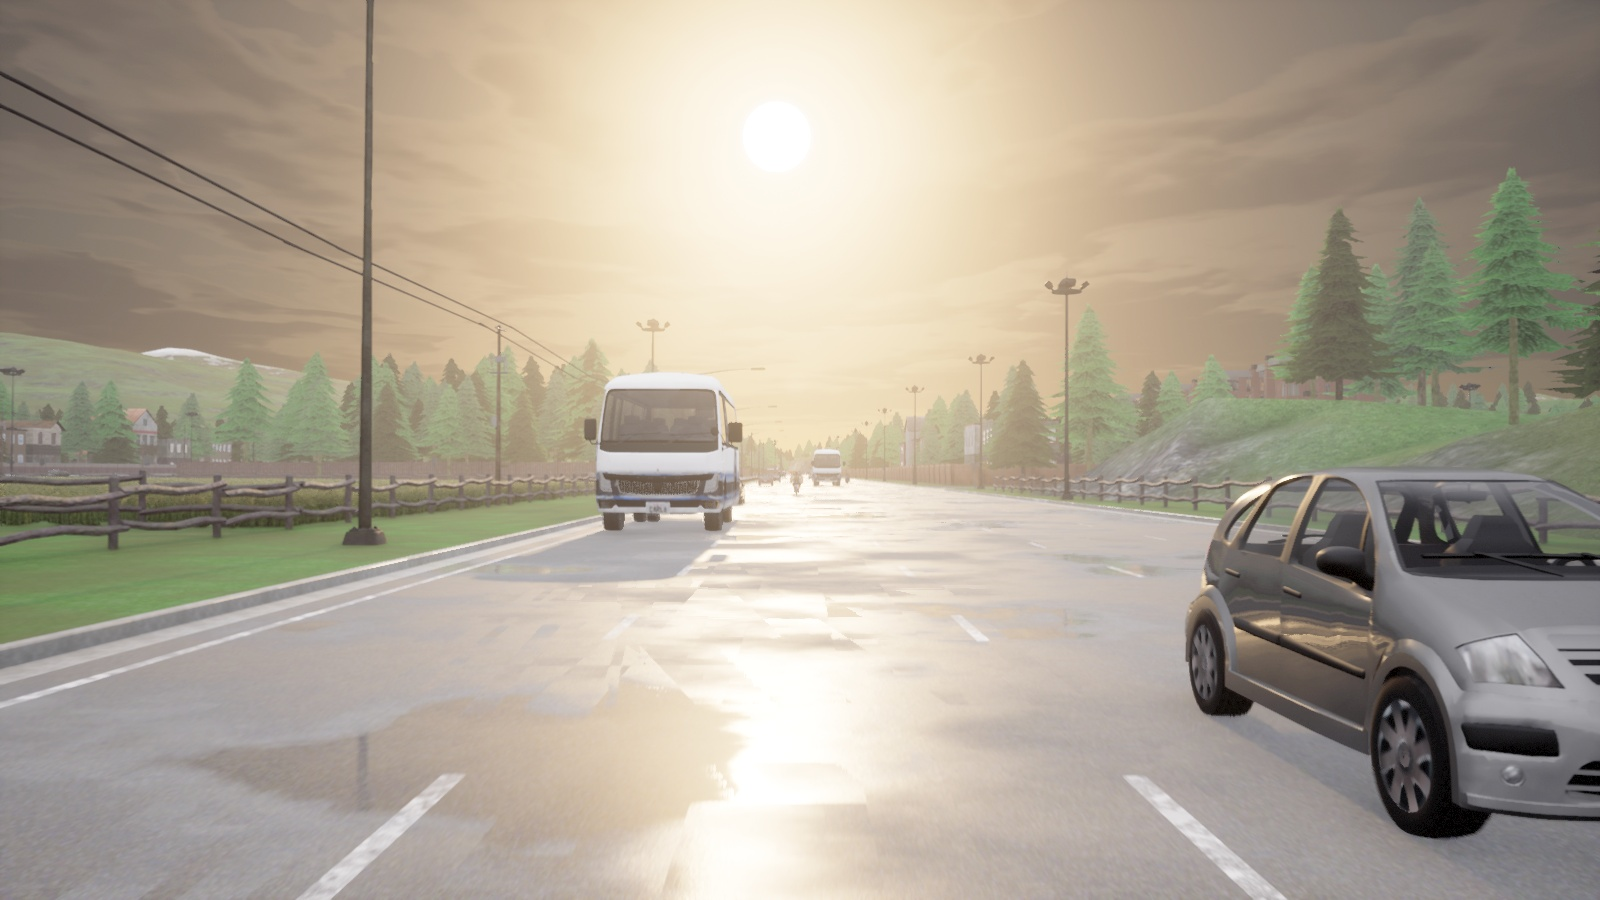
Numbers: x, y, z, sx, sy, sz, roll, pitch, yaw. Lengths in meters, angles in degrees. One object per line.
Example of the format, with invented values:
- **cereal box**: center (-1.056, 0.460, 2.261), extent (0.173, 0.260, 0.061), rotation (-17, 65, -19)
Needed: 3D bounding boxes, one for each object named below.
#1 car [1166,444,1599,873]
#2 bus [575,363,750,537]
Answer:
- **car**: center (3.483, 0.818, 6.742), extent (1.851, 1.617, 3.988), rotation (0, -1, 0)
- **bus**: center (-3.594, 0.087, 36.086), extent (3.944, 4.253, 10.273), rotation (0, -1, 0)
